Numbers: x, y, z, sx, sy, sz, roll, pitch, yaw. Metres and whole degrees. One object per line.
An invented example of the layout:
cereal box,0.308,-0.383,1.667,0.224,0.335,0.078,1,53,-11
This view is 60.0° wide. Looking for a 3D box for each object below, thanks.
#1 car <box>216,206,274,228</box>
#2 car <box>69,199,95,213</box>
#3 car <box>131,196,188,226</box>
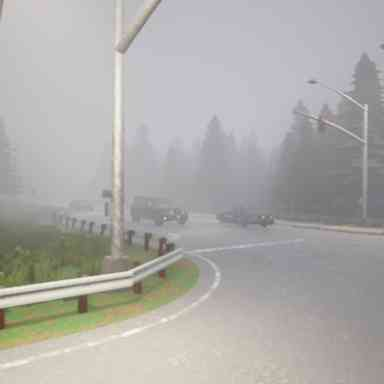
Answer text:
car,3.605,1.671,23.510,2.033,1.411,5.357,1,-1,-21
car,-12.816,1.582,38.554,1.837,1.490,4.892,1,0,-35
car,-2.524,1.302,24.421,2.150,2.045,5.566,1,0,-36
